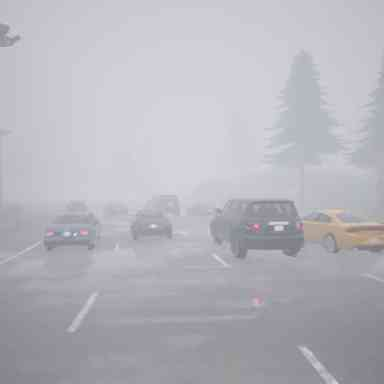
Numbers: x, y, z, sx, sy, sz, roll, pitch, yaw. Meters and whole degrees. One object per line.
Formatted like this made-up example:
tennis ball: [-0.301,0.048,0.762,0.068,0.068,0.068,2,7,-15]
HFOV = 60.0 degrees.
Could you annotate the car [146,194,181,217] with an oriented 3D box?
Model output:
car: [-2.815,1.247,31.207,2.150,2.045,5.566,0,0,-21]

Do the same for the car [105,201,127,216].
car: [-7.922,1.615,34.058,1.994,1.385,4.181,0,0,-24]

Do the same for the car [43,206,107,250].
car: [-5.054,1.577,14.565,2.033,1.411,5.357,0,0,-12]

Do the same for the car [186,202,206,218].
car: [0.926,1.572,31.023,1.994,1.385,4.181,0,0,-20]

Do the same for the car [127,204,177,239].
car: [-2.250,1.582,17.592,1.994,1.385,4.181,0,0,-12]

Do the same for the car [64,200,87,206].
car: [-12.209,1.577,34.894,1.837,1.490,4.892,0,0,-27]

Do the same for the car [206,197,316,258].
car: [2.278,1.217,12.941,2.150,2.045,5.566,0,0,-9]

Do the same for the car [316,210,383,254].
car: [5.674,1.456,13.517,1.882,1.535,5.008,0,0,-8]
